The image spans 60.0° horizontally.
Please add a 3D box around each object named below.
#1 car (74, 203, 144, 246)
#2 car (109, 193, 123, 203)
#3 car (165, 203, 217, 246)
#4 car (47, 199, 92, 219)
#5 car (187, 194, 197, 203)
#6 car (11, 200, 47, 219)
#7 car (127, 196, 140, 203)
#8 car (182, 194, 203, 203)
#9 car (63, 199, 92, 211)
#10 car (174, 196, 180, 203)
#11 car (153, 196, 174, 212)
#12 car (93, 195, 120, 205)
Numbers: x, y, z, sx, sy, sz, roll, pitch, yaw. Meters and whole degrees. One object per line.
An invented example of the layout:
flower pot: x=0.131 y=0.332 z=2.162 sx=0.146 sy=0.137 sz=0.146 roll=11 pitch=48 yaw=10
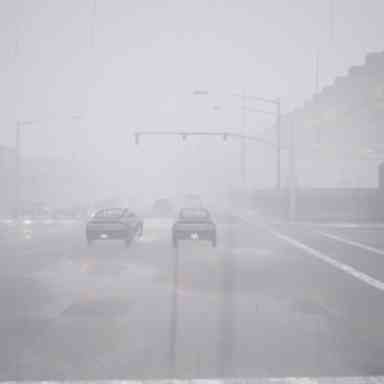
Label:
car: x=-3.397 y=1.484 z=15.282 sx=2.128 sy=1.511 sz=4.902 roll=0 pitch=0 yaw=0
car: x=-13.997 y=1.193 z=60.150 sx=2.150 sy=2.045 sz=5.566 roll=0 pitch=0 yaw=0
car: x=0.103 y=1.484 z=15.151 sx=2.128 sy=1.511 sz=4.902 roll=0 pitch=0 yaw=0
car: x=-10.589 y=1.511 z=29.118 sx=1.812 sy=1.442 sz=4.674 roll=0 pitch=0 yaw=0
car: x=0.008 y=1.319 z=67.094 sx=2.097 sy=1.767 sz=4.553 roll=0 pitch=0 yaw=0
car: x=-14.087 y=1.490 z=29.556 sx=1.837 sy=1.490 sz=4.892 roll=0 pitch=0 yaw=0
car: x=-10.504 y=1.476 z=60.039 sx=1.837 sy=1.490 sz=4.892 roll=0 pitch=0 yaw=0
car: x=0.104 y=1.202 z=37.795 sx=2.150 sy=2.045 sz=5.566 roll=0 pitch=0 yaw=0
car: x=-14.074 y=1.580 z=41.184 sx=1.895 sy=1.301 sz=4.718 roll=0 pitch=0 yaw=1
car: x=-3.493 y=1.529 z=66.639 sx=1.994 sy=1.385 sz=4.181 roll=0 pitch=0 yaw=0
car: x=-3.395 y=1.485 z=38.630 sx=1.837 sy=1.490 sz=4.892 roll=0 pitch=0 yaw=0
car: x=-10.579 y=1.457 z=40.523 sx=1.882 sy=1.535 sz=5.008 roll=0 pitch=0 yaw=0
